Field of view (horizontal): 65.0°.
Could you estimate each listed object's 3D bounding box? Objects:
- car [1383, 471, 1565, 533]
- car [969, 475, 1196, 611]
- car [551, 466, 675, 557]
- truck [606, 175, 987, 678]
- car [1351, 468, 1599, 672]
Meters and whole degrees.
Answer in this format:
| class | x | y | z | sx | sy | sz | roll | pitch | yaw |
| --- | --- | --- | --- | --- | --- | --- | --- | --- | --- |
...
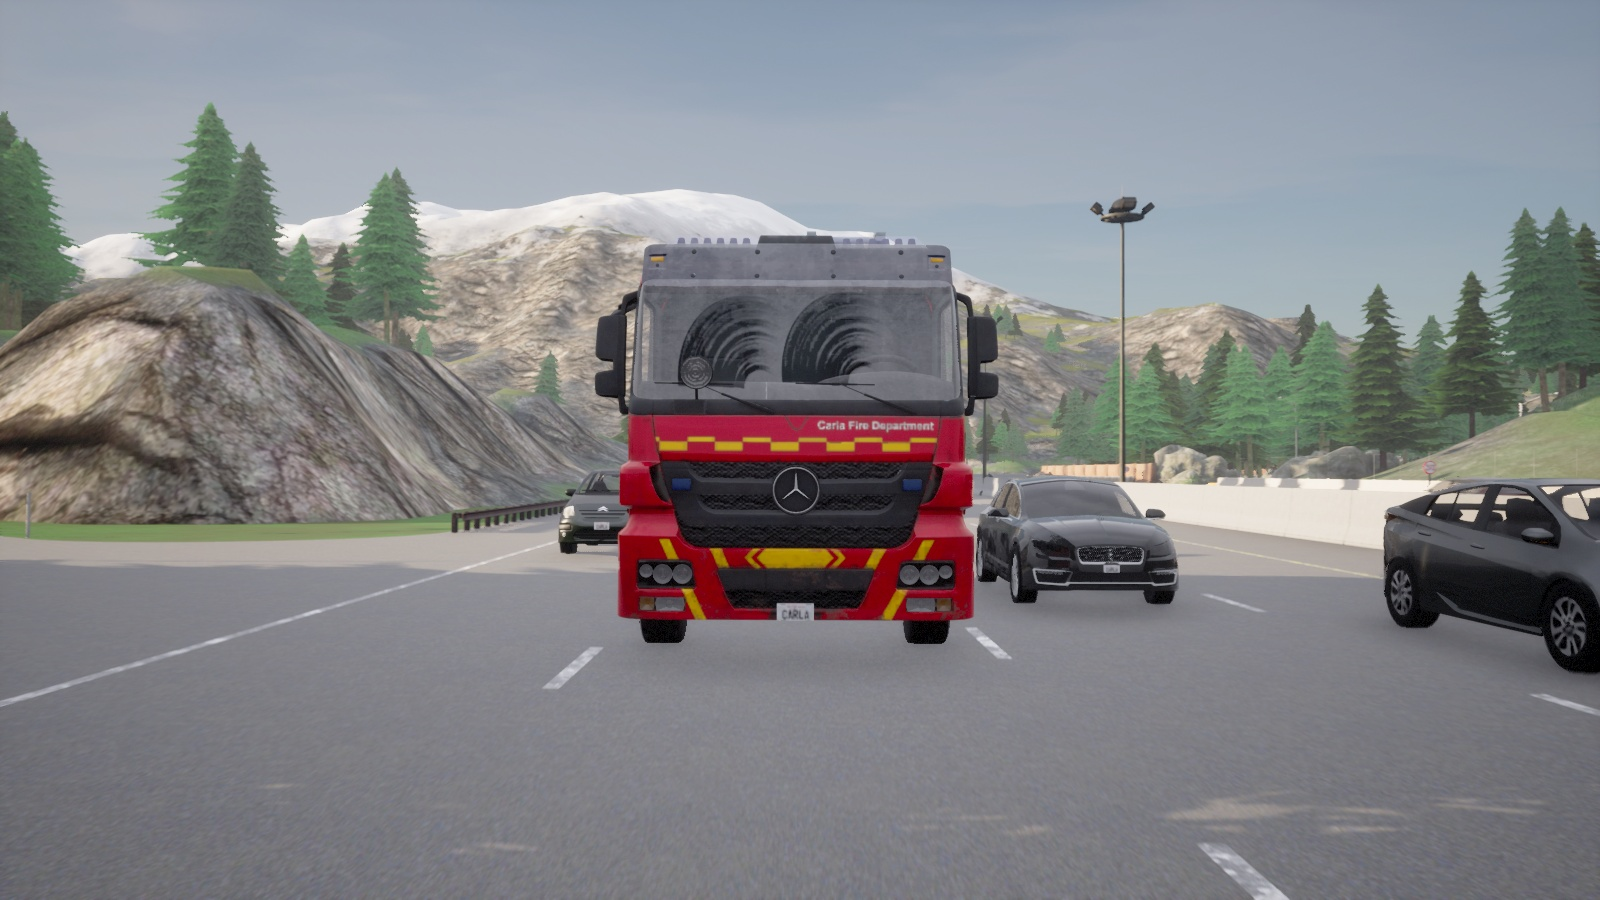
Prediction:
| class | x | y | z | sx | sy | sz | roll | pitch | yaw |
| --- | --- | --- | --- | --- | --- | --- | --- | --- | --- |
| car | 17.421 | 1.293 | 32.776 | 2.163 | 1.488 | 4.792 | 0 | -1 | 0 |
| car | 3.460 | 1.080 | 16.365 | 1.837 | 1.490 | 4.892 | 0 | -1 | 0 |
| car | -3.560 | 1.139 | 24.604 | 1.851 | 1.617 | 3.988 | 0 | -1 | 0 |
| truck | -0.038 | -0.119 | 13.815 | 2.891 | 3.827 | 8.468 | 0 | -1 | 0 |
| car | 6.972 | 0.923 | 11.306 | 2.007 | 1.525 | 4.514 | 0 | -1 | 0 |
